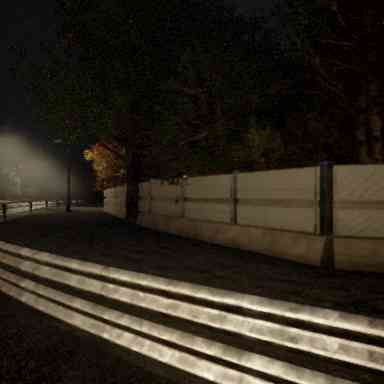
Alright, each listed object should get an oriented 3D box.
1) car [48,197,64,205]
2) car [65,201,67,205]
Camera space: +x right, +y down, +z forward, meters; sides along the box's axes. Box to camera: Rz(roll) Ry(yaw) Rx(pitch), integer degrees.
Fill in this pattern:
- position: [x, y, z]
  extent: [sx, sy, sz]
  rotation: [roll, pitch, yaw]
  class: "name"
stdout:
- position: [-27.968, 1.829, 67.798]
  extent: [2.097, 1.767, 4.553]
  rotation: [1, -1, -14]
  class: "car"
- position: [-30.346, 2.217, 77.431]
  extent: [1.837, 1.490, 4.892]
  rotation: [1, -1, -14]
  class: "car"
